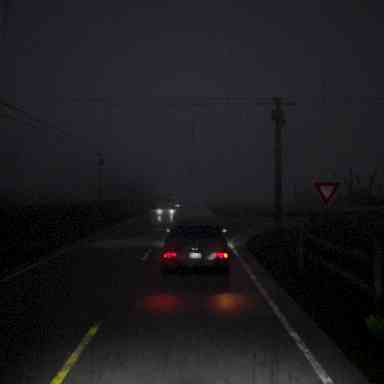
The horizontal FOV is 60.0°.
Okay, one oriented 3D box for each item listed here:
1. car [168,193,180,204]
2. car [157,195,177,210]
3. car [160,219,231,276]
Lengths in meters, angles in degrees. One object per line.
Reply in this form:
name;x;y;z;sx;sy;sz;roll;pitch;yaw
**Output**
car;-3.394;1.135;59.311;2.150;2.045;5.566;0;0;0
car;-3.287;1.443;42.748;1.837;1.490;4.892;0;0;0
car;0.131;1.532;10.282;2.033;1.411;5.357;0;0;1
